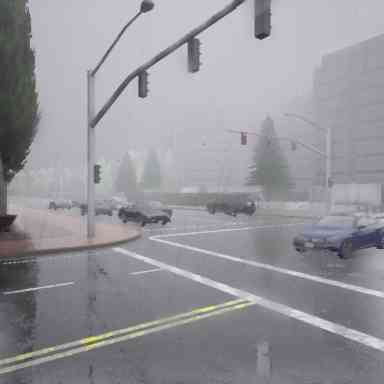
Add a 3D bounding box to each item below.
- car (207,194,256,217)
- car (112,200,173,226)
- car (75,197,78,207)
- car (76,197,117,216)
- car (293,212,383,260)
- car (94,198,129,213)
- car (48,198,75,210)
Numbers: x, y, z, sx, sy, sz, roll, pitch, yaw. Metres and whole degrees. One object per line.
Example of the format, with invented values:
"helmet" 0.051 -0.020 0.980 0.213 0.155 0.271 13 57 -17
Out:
"car" 3.631 1.221 31.371 2.150 2.045 5.566 0 0 -31
"car" -3.532 1.547 23.633 2.033 1.411 5.357 0 0 -34
"car" -15.405 1.506 46.277 1.837 1.490 4.892 0 0 -35
"car" -9.099 1.505 31.440 1.837 1.490 4.892 0 0 -36
"car" 5.793 1.525 12.609 4.674 1.442 1.812 0 0 -38
"car" -9.197 1.491 37.592 2.128 1.511 4.902 0 0 -36
"car" -16.754 1.526 42.144 1.812 1.442 4.674 0 0 -35
